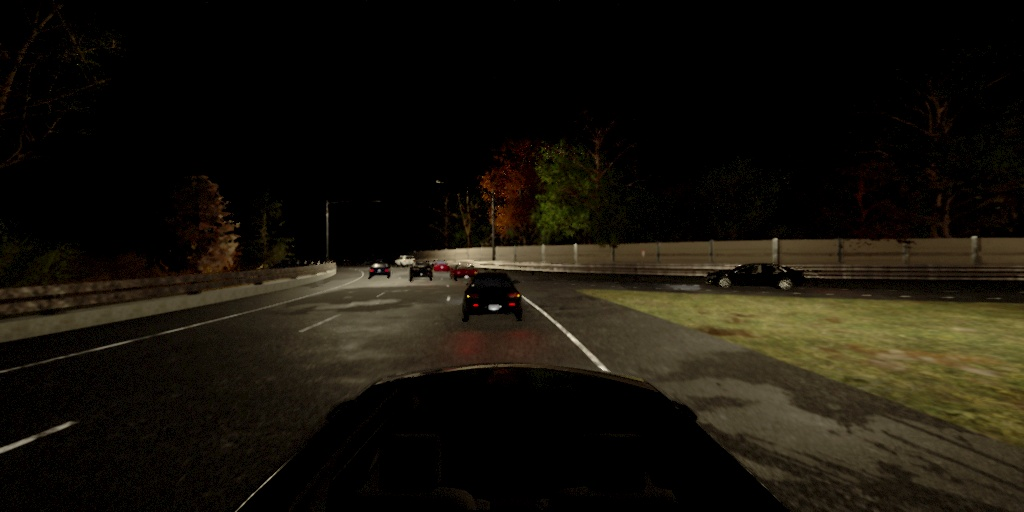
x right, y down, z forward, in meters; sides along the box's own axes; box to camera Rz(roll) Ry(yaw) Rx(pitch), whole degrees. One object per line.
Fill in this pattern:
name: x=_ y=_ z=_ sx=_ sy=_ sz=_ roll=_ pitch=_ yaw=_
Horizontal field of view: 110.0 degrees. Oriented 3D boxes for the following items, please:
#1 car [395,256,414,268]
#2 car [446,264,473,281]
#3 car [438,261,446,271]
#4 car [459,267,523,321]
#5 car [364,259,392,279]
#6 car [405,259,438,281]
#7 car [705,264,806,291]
car: x=-18.693 y=0.987 z=62.665 sx=2.150 sy=2.045 sz=5.566 roll=0 pitch=0 yaw=-34
car: x=-4.146 y=1.343 z=30.231 sx=1.895 sy=1.301 sz=4.718 roll=0 pitch=0 yaw=-15
car: x=-9.114 y=1.312 z=44.670 sx=1.994 sy=1.385 sz=4.181 roll=0 pitch=0 yaw=-22
car: x=-0.715 y=1.270 z=12.354 sx=1.812 sy=1.442 sz=4.674 roll=0 pitch=0 yaw=-5
car: x=-12.257 y=1.313 z=33.387 sx=2.033 sy=1.411 sz=5.357 roll=0 pitch=0 yaw=-18
car: x=-7.837 y=1.245 z=30.730 sx=2.128 sy=1.511 sz=4.902 roll=0 pitch=0 yaw=-16
car: x=14.151 y=1.198 z=21.098 sx=4.892 sy=1.490 sz=1.837 roll=0 pitch=0 yaw=25
